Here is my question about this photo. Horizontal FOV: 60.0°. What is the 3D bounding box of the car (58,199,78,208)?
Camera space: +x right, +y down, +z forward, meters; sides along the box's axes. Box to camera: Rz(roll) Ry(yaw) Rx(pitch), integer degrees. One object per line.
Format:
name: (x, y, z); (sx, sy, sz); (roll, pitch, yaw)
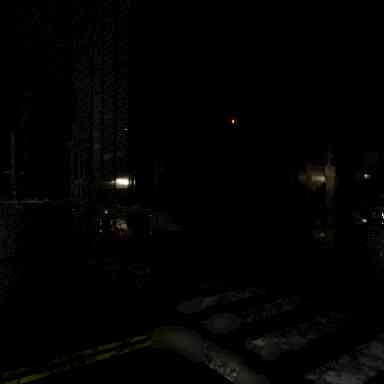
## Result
car: (-19.713, 1.782, 52.844); (1.812, 1.442, 4.674); (1, -1, -35)

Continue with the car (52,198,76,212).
car: (-15.490, 1.724, 41.394); (2.033, 1.411, 5.357); (1, -1, -34)

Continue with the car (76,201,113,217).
car: (-9.339, 1.619, 32.705); (2.128, 1.511, 4.902); (1, -1, -36)

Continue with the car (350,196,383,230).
car: (11.832, 1.264, 20.069); (5.566, 2.045, 2.150); (0, 0, -35)

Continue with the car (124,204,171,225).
car: (-3.390, 1.607, 24.340); (1.812, 1.442, 4.674); (1, -1, -37)

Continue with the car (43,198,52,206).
car: (-26.507, 1.802, 62.419); (2.128, 1.511, 4.902); (1, -1, -36)
